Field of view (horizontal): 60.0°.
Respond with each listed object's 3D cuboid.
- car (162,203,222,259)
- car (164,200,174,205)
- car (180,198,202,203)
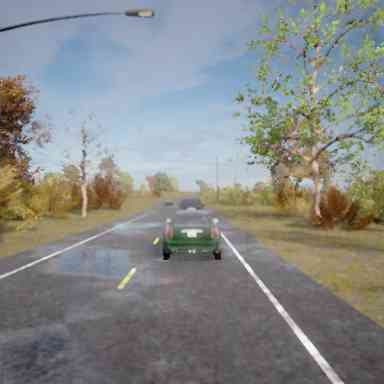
[{"bbox_3d":[0.012,1.493,13.422,2.097,1.767,4.553,0,-1,0],"label":"car"},{"bbox_3d":[-4.572,2.258,65.870,1.895,1.301,4.718,0,-1,-6],"label":"car"},{"bbox_3d":[-0.049,1.515,27.600,2.150,2.045,5.566,0,0,0],"label":"car"}]
